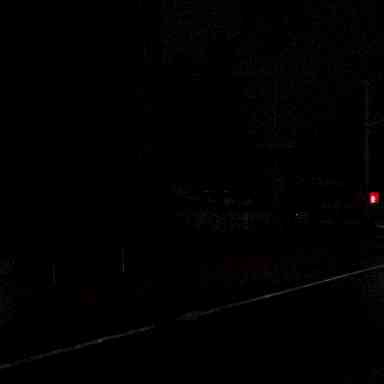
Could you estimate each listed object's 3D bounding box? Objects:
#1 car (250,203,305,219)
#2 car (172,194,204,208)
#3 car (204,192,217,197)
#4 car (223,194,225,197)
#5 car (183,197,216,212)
[{"bbox_3d":[7.412,1.616,29.219,1.895,1.301,4.718,0,0,-37],"label":"car"},{"bbox_3d":[-0.910,1.367,46.319,2.097,1.767,4.553,0,0,-37],"label":"car"},{"bbox_3d":[4.930,1.112,92.316,1.932,1.855,4.605,0,0,-37],"label":"car"},{"bbox_3d":[7.017,1.092,94.380,1.905,1.878,3.866,0,0,-37],"label":"car"},{"bbox_3d":[1.351,1.579,37.237,1.994,1.385,4.181,0,0,-37],"label":"car"}]
